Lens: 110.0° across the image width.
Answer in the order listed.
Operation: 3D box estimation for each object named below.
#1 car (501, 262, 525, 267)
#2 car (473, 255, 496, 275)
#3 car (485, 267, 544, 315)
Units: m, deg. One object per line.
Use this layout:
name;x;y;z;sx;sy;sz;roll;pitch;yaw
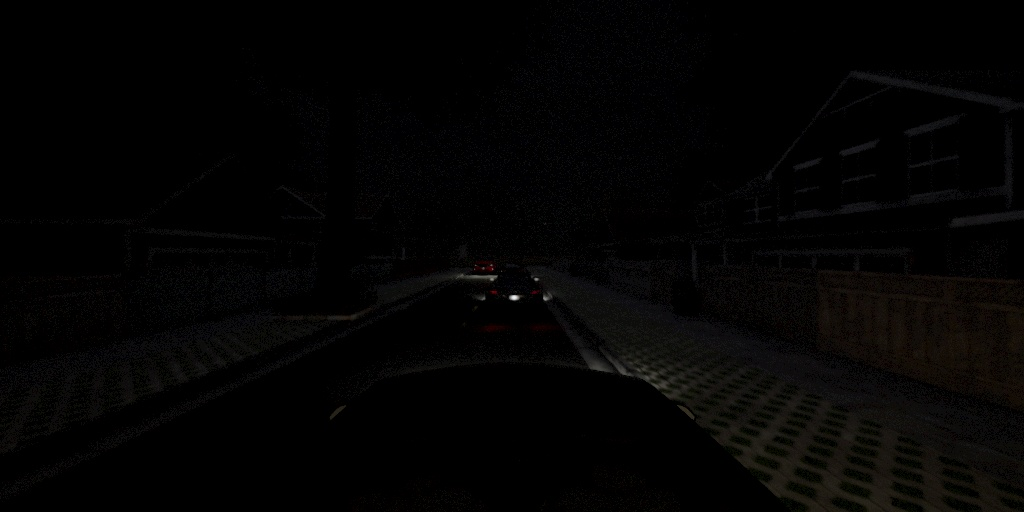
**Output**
car;0.078;1.216;29.009;1.812;1.442;4.674;0;0;0
car;-2.849;0.889;38.551;2.150;2.045;5.566;0;0;0
car;0.080;1.289;13.394;1.994;1.385;4.181;0;0;0
